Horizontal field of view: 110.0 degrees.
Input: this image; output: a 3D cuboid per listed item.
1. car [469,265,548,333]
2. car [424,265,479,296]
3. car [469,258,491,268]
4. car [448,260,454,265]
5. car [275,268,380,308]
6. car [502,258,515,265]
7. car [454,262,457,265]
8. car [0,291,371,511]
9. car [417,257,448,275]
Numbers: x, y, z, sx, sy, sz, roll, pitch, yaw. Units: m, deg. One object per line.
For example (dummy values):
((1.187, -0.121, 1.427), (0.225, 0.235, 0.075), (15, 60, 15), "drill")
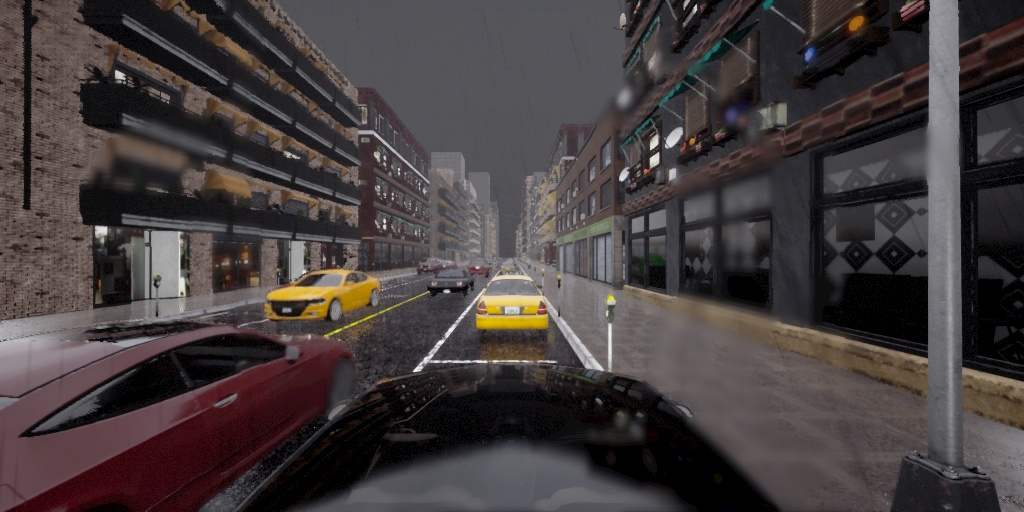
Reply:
((0.005, 1.207, 10.689), (1.801, 1.575, 5.366), (0, 0, 0), "car")
((-3.044, 1.351, 19.032), (1.895, 1.301, 4.718), (0, 0, 0), "car")
((-3.146, 1.102, 34.910), (2.097, 1.767, 4.553), (0, 0, 0), "car")
((-8.837, 1.188, 44.643), (1.967, 1.591, 4.097), (0, 0, 0), "car")
((-6.245, 1.228, 12.439), (1.882, 1.535, 5.008), (0, 0, 0), "car")
((-0.456, 1.275, 39.173), (1.751, 1.417, 4.829), (0, 0, 0), "car")
((-8.837, 1.293, 50.280), (1.888, 1.381, 4.507), (0, 0, 0), "car")
((-3.045, 1.276, 2.998), (1.812, 1.442, 4.674), (0, 0, 0), "car")
((-8.837, 1.064, 39.007), (2.192, 1.841, 5.009), (0, 0, 0), "car")
